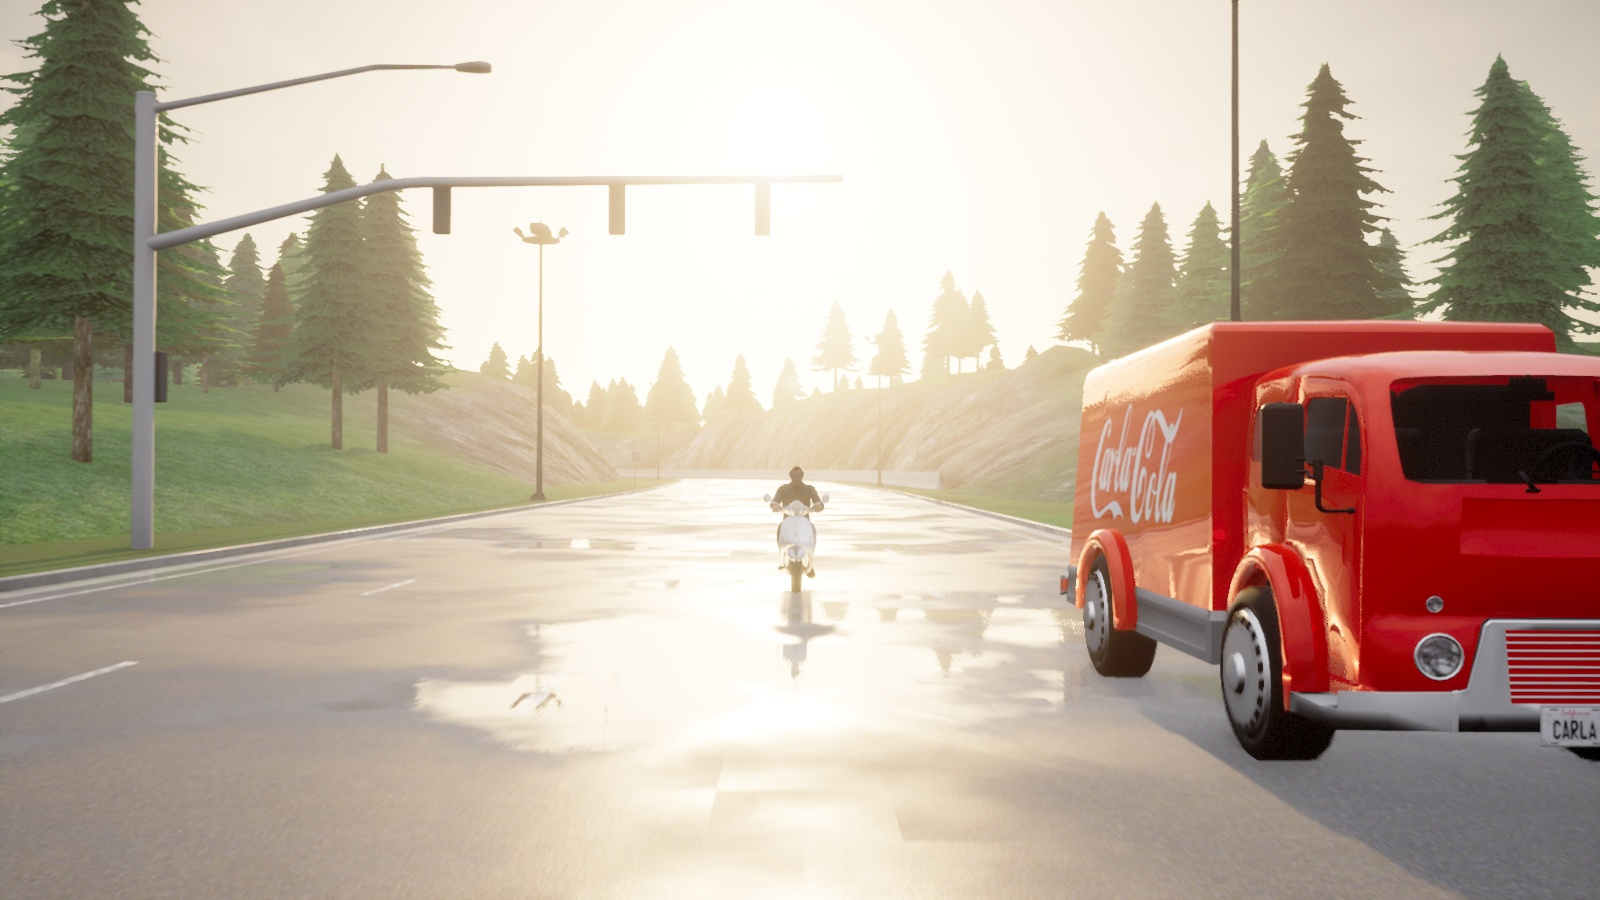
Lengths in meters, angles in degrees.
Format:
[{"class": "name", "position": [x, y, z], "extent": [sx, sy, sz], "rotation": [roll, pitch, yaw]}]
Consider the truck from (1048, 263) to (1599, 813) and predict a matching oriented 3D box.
[{"class": "truck", "position": [3.477, 0.427, 8.260], "extent": [2.627, 2.467, 5.204], "rotation": [0, -1, 0]}]

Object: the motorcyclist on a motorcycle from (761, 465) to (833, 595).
[{"class": "motorcyclist on a motorcycle", "position": [-0.040, 0.996, 16.300], "extent": [0.866, 1.590, 1.817], "rotation": [0, -1, 0]}]
